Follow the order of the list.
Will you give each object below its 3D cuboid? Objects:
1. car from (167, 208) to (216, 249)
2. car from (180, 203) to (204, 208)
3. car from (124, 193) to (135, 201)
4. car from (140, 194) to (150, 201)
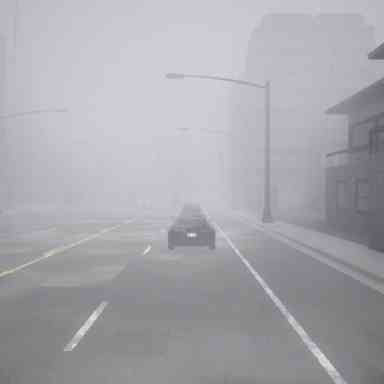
[{"bbox_3d":[-0.013,1.625,14.659,1.994,1.385,4.181,0,-1,0],"label":"car"},{"bbox_3d":[-0.026,1.731,29.663,1.837,1.490,4.892,0,-1,0],"label":"car"},{"bbox_3d":[-14.065,1.100,74.716,1.837,1.490,4.892,0,2,0],"label":"car"},{"bbox_3d":[-10.565,1.200,74.691,1.895,1.301,4.718,0,2,0],"label":"car"}]
